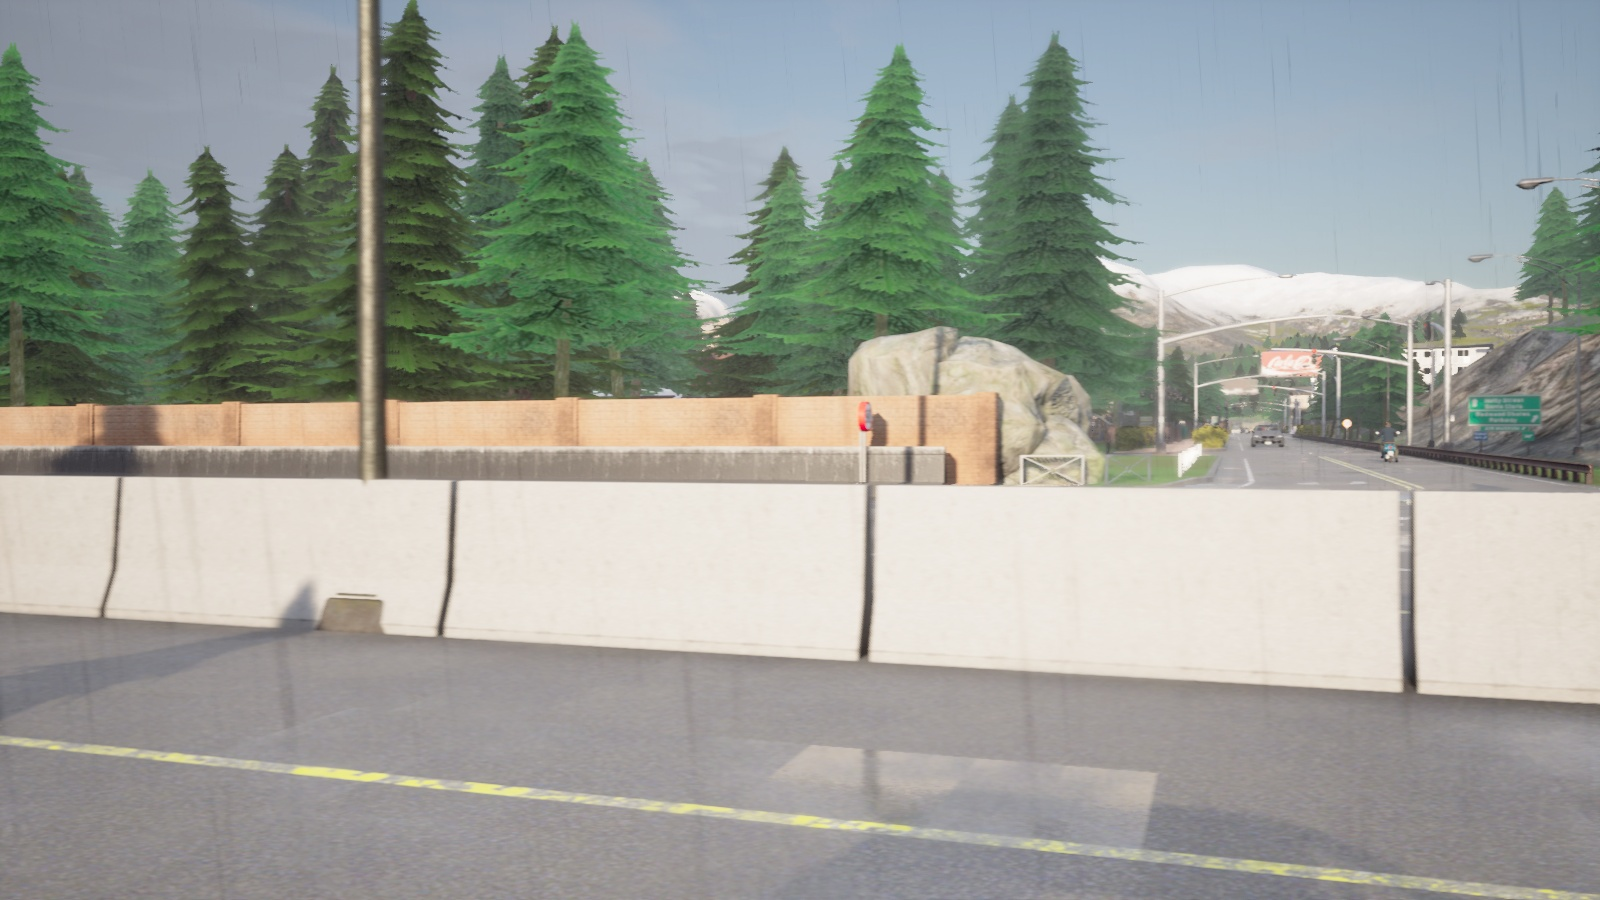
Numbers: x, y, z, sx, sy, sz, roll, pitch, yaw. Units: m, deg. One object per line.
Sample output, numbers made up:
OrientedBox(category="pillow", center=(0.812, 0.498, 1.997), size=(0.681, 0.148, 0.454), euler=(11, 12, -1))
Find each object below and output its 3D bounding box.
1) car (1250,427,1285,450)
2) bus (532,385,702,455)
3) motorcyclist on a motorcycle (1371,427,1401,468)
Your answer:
OrientedBox(category="car", center=(33.654, -0.849, 90.574), size=(2.242, 1.667, 4.611), euler=(1, 1, 19))
OrientedBox(category="bus", center=(-11.722, -1.914, 80.322), size=(10.273, 4.253, 3.944), euler=(1, 1, 24))
OrientedBox(category="motorcyclist on a motorcycle", center=(23.073, -0.121, 49.444), size=(0.866, 1.590, 1.817), euler=(1, 1, 19))
